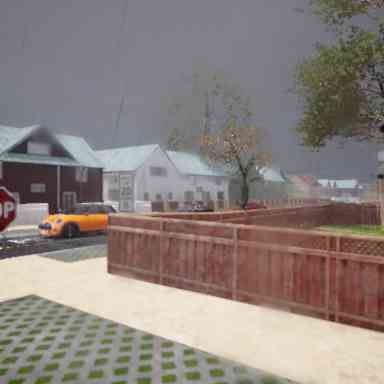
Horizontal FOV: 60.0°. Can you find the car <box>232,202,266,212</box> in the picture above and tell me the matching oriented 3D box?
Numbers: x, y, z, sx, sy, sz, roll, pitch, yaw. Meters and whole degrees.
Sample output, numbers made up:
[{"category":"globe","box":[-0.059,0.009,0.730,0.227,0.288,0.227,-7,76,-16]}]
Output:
[{"category":"car","box":[5.980,1.795,34.649,1.882,1.535,5.008,0,0,37]}]

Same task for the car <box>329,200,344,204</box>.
[{"category":"car","box":[22.993,2.035,52.476,2.128,1.511,4.902,0,0,36]}]

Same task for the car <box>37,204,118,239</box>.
[{"category":"car","box":[-6.110,1.476,18.509,2.097,1.767,4.553,0,0,37]}]

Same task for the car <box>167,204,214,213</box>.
[{"category":"car","box":[-0.110,1.713,26.530,2.128,1.511,4.902,0,0,37]}]
